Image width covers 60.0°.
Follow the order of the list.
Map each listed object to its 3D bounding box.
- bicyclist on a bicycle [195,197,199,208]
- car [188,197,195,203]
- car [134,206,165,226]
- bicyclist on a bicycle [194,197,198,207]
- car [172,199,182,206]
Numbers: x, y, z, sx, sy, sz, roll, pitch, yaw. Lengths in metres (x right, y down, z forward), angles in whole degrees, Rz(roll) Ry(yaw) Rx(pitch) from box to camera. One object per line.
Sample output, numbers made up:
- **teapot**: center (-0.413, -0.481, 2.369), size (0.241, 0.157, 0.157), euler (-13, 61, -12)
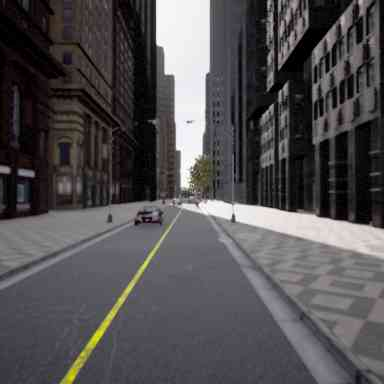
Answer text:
- **bicyclist on a bicycle**: center (0.811, 1.878, 55.381), size (0.866, 1.612, 1.509), euler (0, -1, 0)
- **car**: center (-0.016, 2.165, 84.926), size (1.994, 1.385, 4.181), euler (0, -1, 0)
- **car**: center (-3.102, 1.756, 24.995), size (1.994, 1.385, 4.181), euler (0, 0, 0)
- **bicyclist on a bicycle**: center (0.812, 1.900, 64.379), size (0.659, 1.776, 1.843), euler (0, 0, 0)
- **car**: center (-3.014, 2.068, 67.111), size (2.128, 1.511, 4.902), euler (0, 0, 0)
